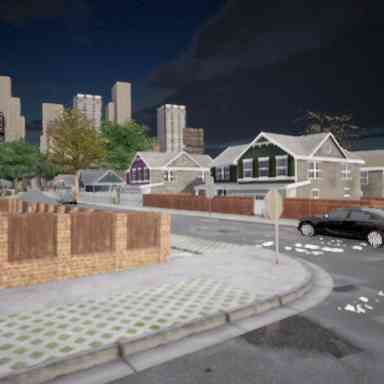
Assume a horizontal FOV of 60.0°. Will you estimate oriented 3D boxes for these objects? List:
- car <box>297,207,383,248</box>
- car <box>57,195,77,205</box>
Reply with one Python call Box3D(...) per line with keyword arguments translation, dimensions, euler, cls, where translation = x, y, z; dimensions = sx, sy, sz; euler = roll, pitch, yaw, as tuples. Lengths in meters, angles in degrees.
Box3D(translation=(7.044, 1.390, 14.655), dimensions=(1.882, 1.535, 5.008), euler=(0, 1, -36), cls="car")
Box3D(translation=(-17.419, 1.078, 46.203), dimensions=(1.994, 1.385, 4.181), euler=(-2, 1, -34), cls="car")
